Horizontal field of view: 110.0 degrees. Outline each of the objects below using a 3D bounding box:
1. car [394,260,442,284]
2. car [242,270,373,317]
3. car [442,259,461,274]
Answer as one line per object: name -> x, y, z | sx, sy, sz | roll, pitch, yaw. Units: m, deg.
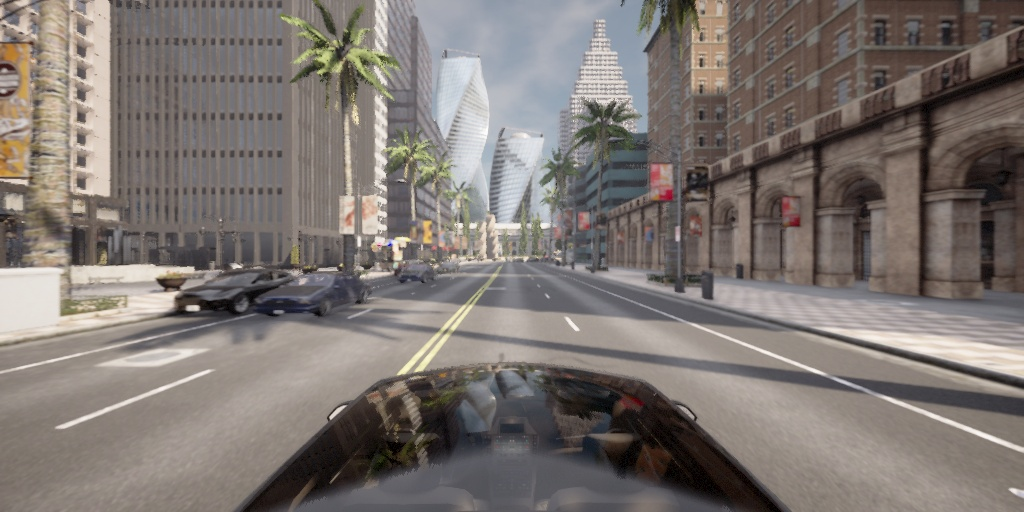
car -> -7.062, 1.280, 27.311 | 2.033, 1.411, 5.357 | 0, 0, 0
car -> -6.996, 1.290, 13.419 | 2.033, 1.411, 5.357 | 0, 0, 0
car -> -7.056, 1.290, 39.911 | 1.994, 1.385, 4.181 | 0, 0, -1
